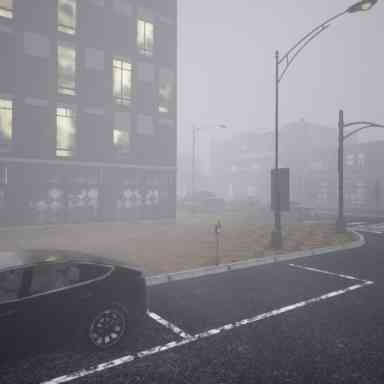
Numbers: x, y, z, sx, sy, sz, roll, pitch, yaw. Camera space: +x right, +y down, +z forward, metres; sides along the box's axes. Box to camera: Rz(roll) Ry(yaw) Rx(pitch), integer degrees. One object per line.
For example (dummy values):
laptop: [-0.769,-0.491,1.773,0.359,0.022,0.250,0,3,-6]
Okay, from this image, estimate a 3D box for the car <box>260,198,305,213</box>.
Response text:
car: [9.263,1.340,34.237,1.802,1.307,4.206,1,0,-36]

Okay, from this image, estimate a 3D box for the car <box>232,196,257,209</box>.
car: [5.976,1.129,38.704,1.967,1.590,4.097,1,0,-36]

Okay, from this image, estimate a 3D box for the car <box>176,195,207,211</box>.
car: [-0.775,1.230,33.734,1.802,1.307,4.206,1,0,-36]

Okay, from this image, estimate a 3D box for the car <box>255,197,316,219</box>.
car: [7.610,1.318,26.705,1.812,1.442,4.674,0,1,-36]

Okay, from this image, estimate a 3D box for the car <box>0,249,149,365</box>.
car: [-2.690,1.566,4.635,4.313,1.339,1.947,0,0,-36]

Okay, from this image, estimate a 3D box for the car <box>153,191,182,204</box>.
car: [-3.886,0.793,52.100,2.192,1.841,5.009,1,0,-36]

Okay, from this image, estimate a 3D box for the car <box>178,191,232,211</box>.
car: [1.254,0.881,35.338,2.150,2.045,5.566,0,1,-37]
